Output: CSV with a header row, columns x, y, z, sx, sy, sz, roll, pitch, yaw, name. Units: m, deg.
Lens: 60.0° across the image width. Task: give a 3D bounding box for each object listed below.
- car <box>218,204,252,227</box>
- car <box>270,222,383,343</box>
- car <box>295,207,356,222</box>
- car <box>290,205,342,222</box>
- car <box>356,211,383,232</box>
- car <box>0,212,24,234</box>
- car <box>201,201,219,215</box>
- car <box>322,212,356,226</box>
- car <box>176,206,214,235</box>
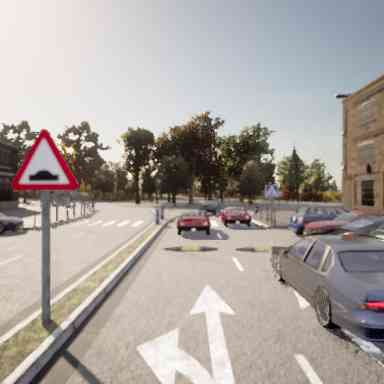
x,y,z,sx,sy,sz,roll,pitch,yaw,name
3.182,1.782,24.651,1.895,1.301,4.718,0,0,2,car
3.096,1.616,6.964,2.033,1.411,5.357,0,-1,0,car
7.637,1.611,15.073,5.008,1.535,2.097,0,0,0,car
7.599,1.501,17.836,4.553,1.767,2.185,0,0,0,car
7.603,1.445,9.561,4.553,1.767,2.185,0,0,0,car
-12.493,1.672,19.666,4.792,1.488,2.163,0,0,0,car
2.095,1.733,36.655,1.837,1.490,4.892,0,0,15,car
7.631,1.631,12.317,4.674,1.452,2.002,0,0,0,car
0.121,1.760,20.137,1.895,1.301,4.718,0,0,1,car
